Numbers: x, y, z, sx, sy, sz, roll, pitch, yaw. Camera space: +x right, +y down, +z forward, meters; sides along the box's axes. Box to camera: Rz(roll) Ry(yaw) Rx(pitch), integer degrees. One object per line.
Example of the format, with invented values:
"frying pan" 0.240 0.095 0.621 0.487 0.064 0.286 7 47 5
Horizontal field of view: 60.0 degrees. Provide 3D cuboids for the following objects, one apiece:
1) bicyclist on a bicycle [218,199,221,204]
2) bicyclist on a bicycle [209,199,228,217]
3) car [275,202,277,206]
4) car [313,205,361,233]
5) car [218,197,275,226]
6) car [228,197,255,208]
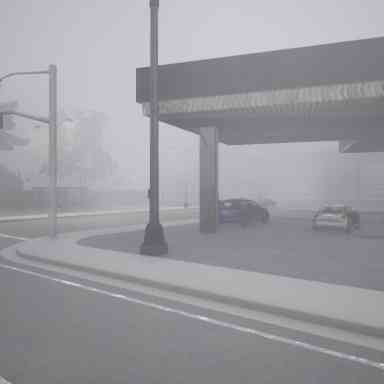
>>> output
"bicyclist on a bicycle" 2.495 1.387 29.719 0.582 1.620 1.656 0 -9 -36
"bicyclist on a bicycle" 2.456 1.453 30.454 1.656 1.620 0.582 0 0 18
"car" 10.459 1.547 48.004 2.033 1.411 5.357 0 0 37
"car" 8.450 1.456 19.265 1.970 1.475 3.806 0 0 37
"car" 3.376 1.295 22.064 2.242 1.667 4.611 0 0 37
"car" 7.471 1.505 49.853 1.837 1.490 4.892 0 0 36
